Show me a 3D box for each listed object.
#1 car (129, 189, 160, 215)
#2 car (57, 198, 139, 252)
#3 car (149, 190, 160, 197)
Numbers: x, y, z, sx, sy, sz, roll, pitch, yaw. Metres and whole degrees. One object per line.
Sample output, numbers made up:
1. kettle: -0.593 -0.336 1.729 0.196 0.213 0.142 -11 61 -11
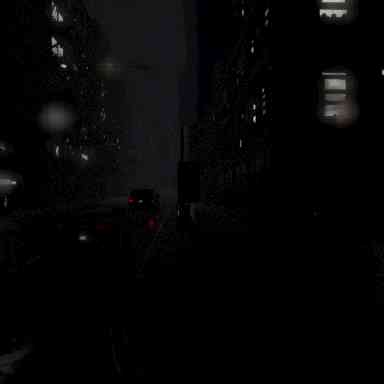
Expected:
1. car: -3.928 0.768 27.454 2.150 2.045 5.566 0 1 -2
2. car: -3.361 1.189 12.433 1.882 1.535 5.008 0 1 -2
3. car: -8.533 0.250 76.436 2.128 1.511 4.902 0 1 -2
